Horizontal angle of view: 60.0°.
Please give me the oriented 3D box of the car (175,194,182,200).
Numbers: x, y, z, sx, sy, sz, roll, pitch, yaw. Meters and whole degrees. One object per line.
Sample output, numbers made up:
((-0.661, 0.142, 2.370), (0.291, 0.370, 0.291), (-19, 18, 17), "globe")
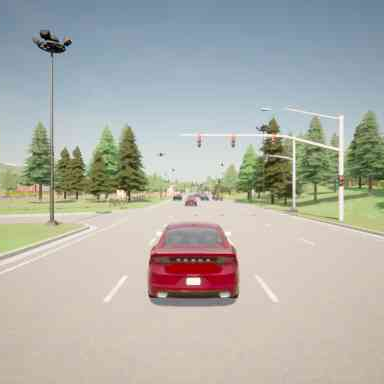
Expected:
((-3.768, 1.310, 94.167), (1.882, 1.535, 5.008), (0, 0, 0), "car")

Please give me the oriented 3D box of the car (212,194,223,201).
((6.762, 1.516, 83.778), (2.128, 1.511, 4.902), (0, 0, 0), "car")

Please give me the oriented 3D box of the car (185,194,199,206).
((-0.150, 1.525, 53.145), (1.812, 1.442, 4.674), (0, 0, 0), "car")

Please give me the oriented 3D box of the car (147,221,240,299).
((0.039, 1.478, 8.542), (1.882, 1.535, 5.008), (0, 0, 0), "car")

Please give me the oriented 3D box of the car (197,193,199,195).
((3.232, 1.357, 94.187), (2.128, 1.511, 4.902), (0, 0, 0), "car")

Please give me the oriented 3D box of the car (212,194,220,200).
((6.732, 1.372, 94.197), (2.033, 1.411, 5.357), (0, 0, 0), "car")

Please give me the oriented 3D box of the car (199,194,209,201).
((3.261, 1.516, 84.184), (1.812, 1.442, 4.674), (0, 0, 0), "car")

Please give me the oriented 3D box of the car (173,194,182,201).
((-3.738, 1.469, 83.747), (1.882, 1.535, 5.008), (0, 0, 0), "car")
